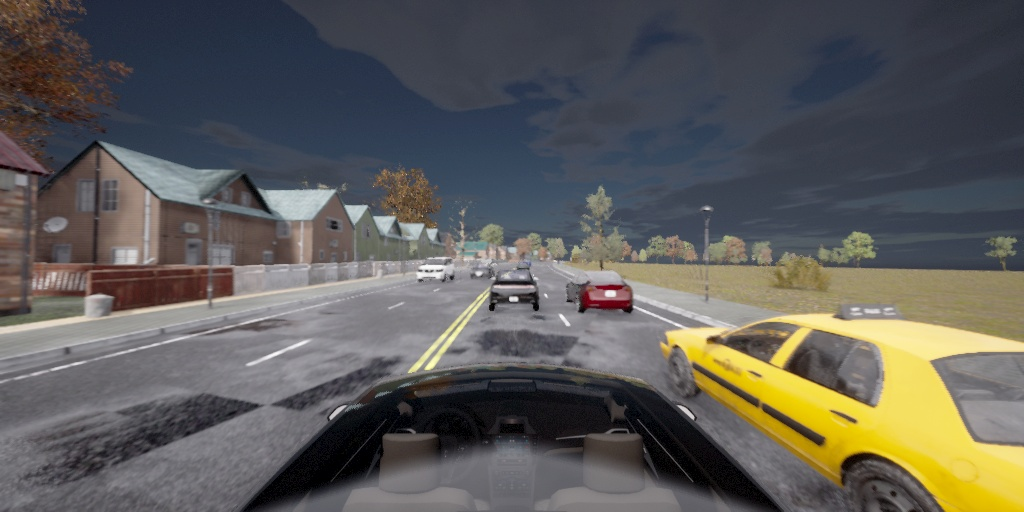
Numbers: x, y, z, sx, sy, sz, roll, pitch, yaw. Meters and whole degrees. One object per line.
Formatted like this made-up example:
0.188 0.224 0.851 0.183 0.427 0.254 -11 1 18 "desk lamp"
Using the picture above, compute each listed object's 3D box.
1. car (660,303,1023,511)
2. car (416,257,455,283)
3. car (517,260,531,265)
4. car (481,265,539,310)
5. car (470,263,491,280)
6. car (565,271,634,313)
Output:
3.245 1.218 3.558 1.801 1.575 5.366 0 0 0 "car"
-6.152 1.098 29.689 2.150 2.045 5.566 0 0 2 "car"
1.712 1.582 55.923 1.994 1.385 4.181 0 0 3 "car"
0.108 1.303 14.974 2.128 1.511 4.902 0 0 1 "car"
-2.752 1.390 33.458 2.128 1.511 4.902 0 0 2 "car"
3.329 1.314 14.342 2.163 1.488 4.792 0 0 1 "car"
